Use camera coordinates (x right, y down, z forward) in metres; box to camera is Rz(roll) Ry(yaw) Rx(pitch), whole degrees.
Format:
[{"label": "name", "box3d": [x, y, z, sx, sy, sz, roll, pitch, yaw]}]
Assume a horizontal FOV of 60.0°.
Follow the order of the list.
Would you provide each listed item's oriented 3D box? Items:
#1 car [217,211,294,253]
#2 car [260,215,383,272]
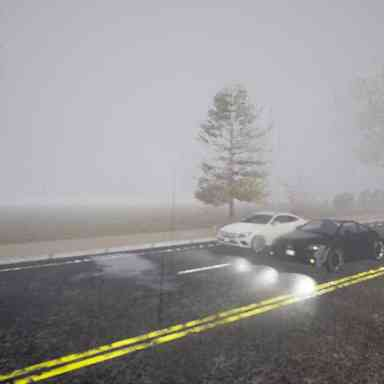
[{"label": "car", "box3d": [3.196, 1.550, 13.960, 4.674, 1.442, 1.812, 0, 0, -36]}, {"label": "car", "box3d": [4.486, 1.583, 10.886, 4.181, 1.385, 1.994, 0, 0, -36]}]
